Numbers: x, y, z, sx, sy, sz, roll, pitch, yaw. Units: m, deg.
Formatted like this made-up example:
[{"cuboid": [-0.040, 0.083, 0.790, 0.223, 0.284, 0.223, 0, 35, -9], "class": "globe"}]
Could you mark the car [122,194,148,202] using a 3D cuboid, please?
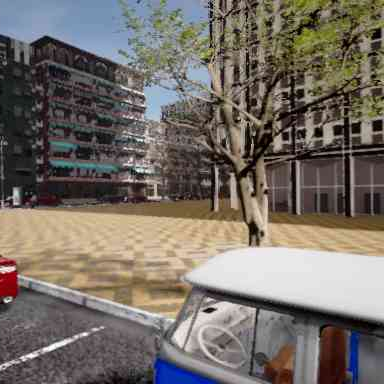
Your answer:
[{"cuboid": [-9.335, 0.993, 57.002, 1.967, 1.590, 4.097, 0, 0, 36], "class": "car"}]

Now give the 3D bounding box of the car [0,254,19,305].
[{"cuboid": [-5.316, 1.532, 6.781, 4.507, 1.381, 1.887, 0, -1, 36], "class": "car"}]

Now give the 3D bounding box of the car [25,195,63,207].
[{"cuboid": [-19.060, 1.116, 43.572, 1.967, 1.590, 4.097, 0, 0, 36], "class": "car"}]

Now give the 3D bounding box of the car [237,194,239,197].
[{"cuboid": [10.117, 0.871, 83.864, 2.008, 1.369, 4.403, 0, 0, 36], "class": "car"}]

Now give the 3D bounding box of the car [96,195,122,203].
[{"cuboid": [-14.582, 1.182, 59.556, 2.033, 1.411, 5.357, -1, 0, 37], "class": "car"}]

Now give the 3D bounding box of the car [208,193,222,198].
[{"cuboid": [6.573, 0.958, 93.258, 1.947, 1.339, 4.313, 0, 0, 36], "class": "car"}]

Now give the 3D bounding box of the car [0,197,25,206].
[{"cuboid": [-25.846, 1.330, 48.489, 1.887, 1.381, 4.507, 0, 0, 36], "class": "car"}]

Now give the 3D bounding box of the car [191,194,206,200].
[{"cuboid": [0.392, 0.980, 70.434, 1.887, 1.381, 4.507, 0, 0, 36], "class": "car"}]

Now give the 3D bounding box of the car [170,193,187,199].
[{"cuboid": [-3.154, 0.946, 79.826, 1.967, 1.590, 4.097, 0, 0, 36], "class": "car"}]

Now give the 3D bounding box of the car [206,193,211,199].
[{"cuboid": [3.634, 0.978, 74.911, 1.802, 1.307, 4.206, 0, 0, 36], "class": "car"}]

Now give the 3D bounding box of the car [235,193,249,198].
[{"cuboid": [13.360, 0.865, 88.342, 1.802, 1.307, 4.206, 0, 0, 36], "class": "car"}]

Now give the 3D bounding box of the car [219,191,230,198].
[{"cuboid": [6.873, 0.673, 79.387, 2.192, 1.841, 5.009, 0, 0, 36], "class": "car"}]

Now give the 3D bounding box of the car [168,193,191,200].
[{"cuboid": [-2.850, 1.025, 65.957, 2.008, 1.369, 4.403, 0, 0, 36], "class": "car"}]

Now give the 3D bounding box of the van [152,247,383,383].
[{"cuboid": [1.542, 1.342, 1.824, 3.998, 1.788, 1.690, 0, -1, 36], "class": "van"}]
